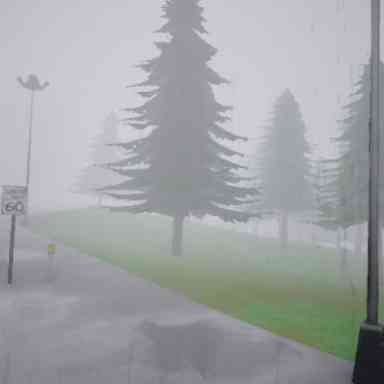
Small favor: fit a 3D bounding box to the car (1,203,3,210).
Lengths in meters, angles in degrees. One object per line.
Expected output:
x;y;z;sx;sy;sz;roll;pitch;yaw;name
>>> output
-36.487;2.855;64.916;1.994;1.385;4.181;3;-3;-23;car
